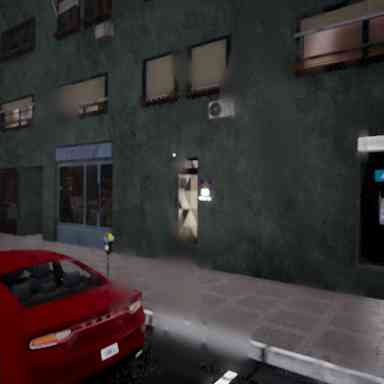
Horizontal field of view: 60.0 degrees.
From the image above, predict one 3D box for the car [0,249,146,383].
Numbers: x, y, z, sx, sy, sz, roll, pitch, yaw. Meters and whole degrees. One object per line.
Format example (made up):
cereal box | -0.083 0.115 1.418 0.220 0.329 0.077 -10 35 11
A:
car | -2.675 1.516 4.771 4.507 1.381 1.887 0 1 35
